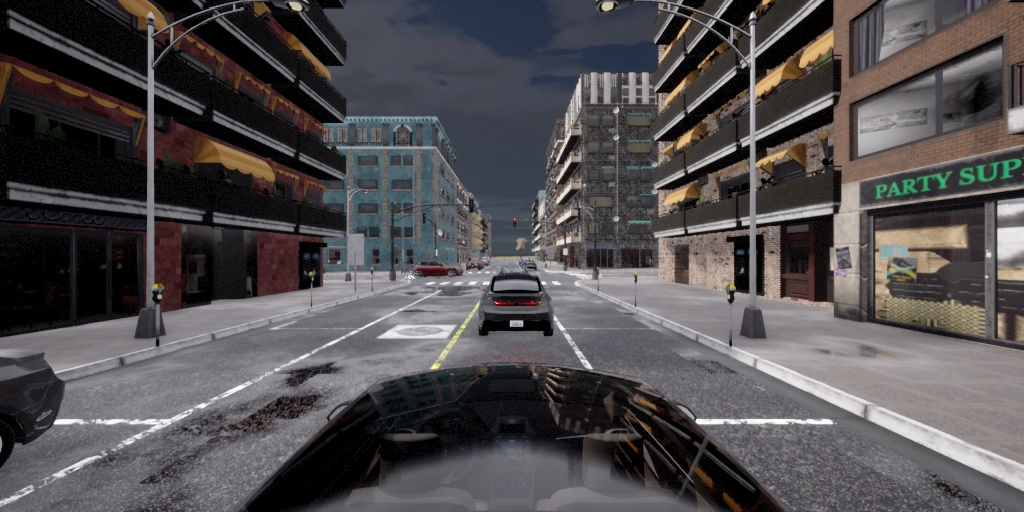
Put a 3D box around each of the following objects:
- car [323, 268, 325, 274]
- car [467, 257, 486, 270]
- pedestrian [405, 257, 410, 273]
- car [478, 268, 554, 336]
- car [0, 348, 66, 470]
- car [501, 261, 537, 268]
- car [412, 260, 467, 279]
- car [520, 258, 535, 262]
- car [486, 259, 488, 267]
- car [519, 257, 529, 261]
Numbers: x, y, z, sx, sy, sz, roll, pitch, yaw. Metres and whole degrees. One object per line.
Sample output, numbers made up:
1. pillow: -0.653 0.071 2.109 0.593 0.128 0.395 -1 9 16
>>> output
1. car: -22.465 1.592 38.823 4.207 1.307 1.802 0 0 0
2. car: -5.329 1.051 50.941 2.192 1.841 5.009 0 0 0
3. pedestrian: -12.162 1.029 41.689 0.375 1.860 0.375 0 1 0
4. car: 0.094 1.254 10.367 1.837 1.490 4.892 0 0 0
5. car: -5.315 1.300 1.691 2.007 1.370 4.403 0 0 0
6. car: 0.096 1.239 19.702 2.128 1.511 4.902 0 0 0
7. car: -6.812 1.160 33.289 4.553 1.767 2.097 -1 0 0
8. car: 2.551 1.303 50.943 1.948 1.339 4.313 0 0 0
9. car: -5.331 1.278 56.493 1.888 1.381 4.507 0 0 0
10. car: 2.548 1.312 62.047 1.802 1.307 4.207 0 0 0
